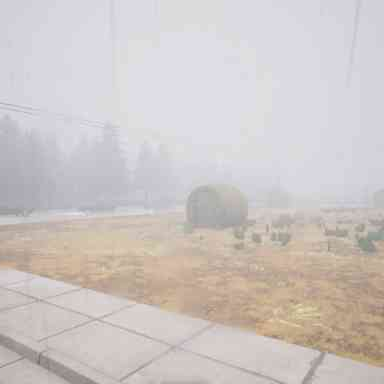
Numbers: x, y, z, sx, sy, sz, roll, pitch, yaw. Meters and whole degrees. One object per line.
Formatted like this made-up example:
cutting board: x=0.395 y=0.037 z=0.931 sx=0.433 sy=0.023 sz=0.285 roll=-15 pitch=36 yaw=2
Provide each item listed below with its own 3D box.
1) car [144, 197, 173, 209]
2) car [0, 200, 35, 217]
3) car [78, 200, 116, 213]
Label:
car: x=-4.574 y=1.532 z=46.051 sx=1.837 sy=1.490 sz=4.892 roll=0 pitch=0 yaw=36
car: x=-16.671 y=1.518 z=29.741 sx=2.128 sy=1.511 sz=4.902 roll=0 pitch=0 yaw=37
car: x=-10.727 y=1.591 z=37.768 sx=1.994 sy=1.385 sz=4.181 roll=0 pitch=0 yaw=36
